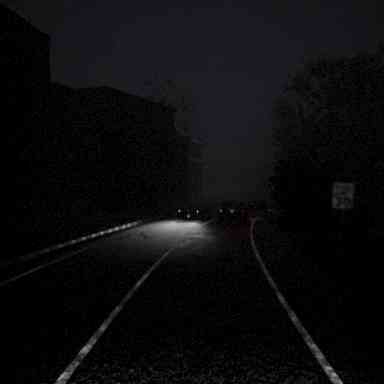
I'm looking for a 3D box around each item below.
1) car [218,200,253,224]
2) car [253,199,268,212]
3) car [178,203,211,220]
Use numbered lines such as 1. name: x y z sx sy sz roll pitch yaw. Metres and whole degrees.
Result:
1. car: 3.260 1.390 25.296 2.097 1.767 4.553 1 0 13
2. car: 8.483 1.688 42.164 2.128 1.511 4.902 2 0 21
3. car: 0.255 1.570 27.791 1.895 1.301 4.718 1 0 14
